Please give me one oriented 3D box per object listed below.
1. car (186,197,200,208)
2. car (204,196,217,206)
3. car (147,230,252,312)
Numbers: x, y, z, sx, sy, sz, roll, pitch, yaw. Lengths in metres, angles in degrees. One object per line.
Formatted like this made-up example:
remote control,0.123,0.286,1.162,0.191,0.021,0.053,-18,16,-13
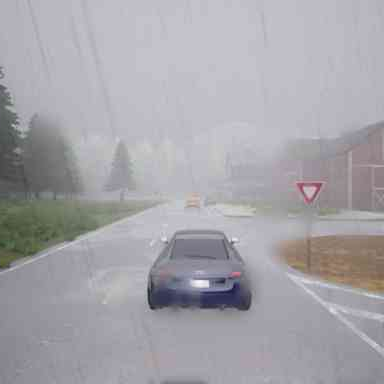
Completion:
car,0.121,1.476,47.552,1.882,1.535,5.008,0,0,0
car,2.997,1.453,55.444,1.816,1.474,4.193,-6,0,-2
car,0.175,1.564,7.787,1.994,1.385,4.181,0,0,1
